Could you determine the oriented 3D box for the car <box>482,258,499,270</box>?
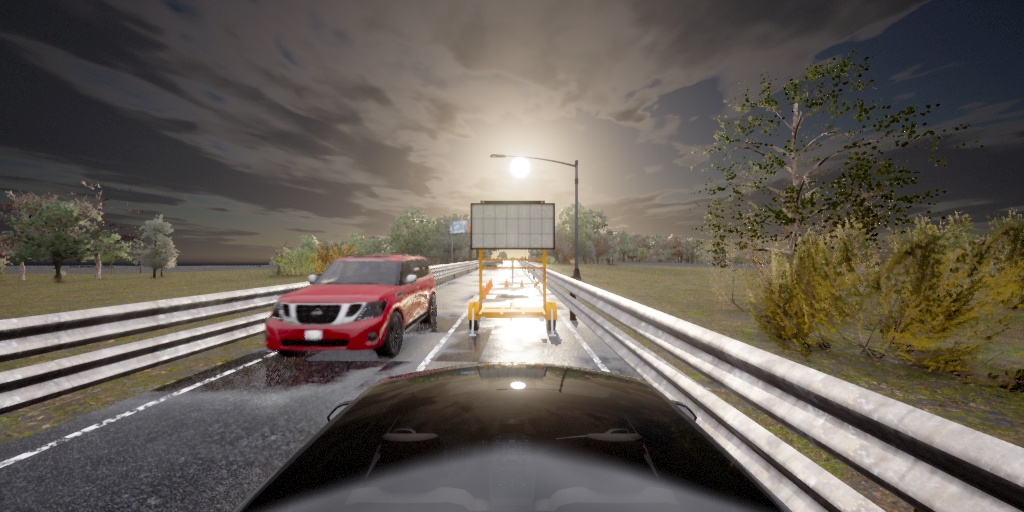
[{"bbox_3d":[-3.280,1.333,51.884,1.994,1.385,4.181,0,0,0],"label":"car"}]

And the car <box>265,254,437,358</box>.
[{"bbox_3d":[-3.342,0.974,8.806,2.150,2.045,5.566,0,0,0],"label":"car"}]

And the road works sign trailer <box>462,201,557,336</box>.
[{"bbox_3d":[0.021,0.218,10.353,2.380,3.560,2.880,0,0,0],"label":"road works sign trailer"}]
